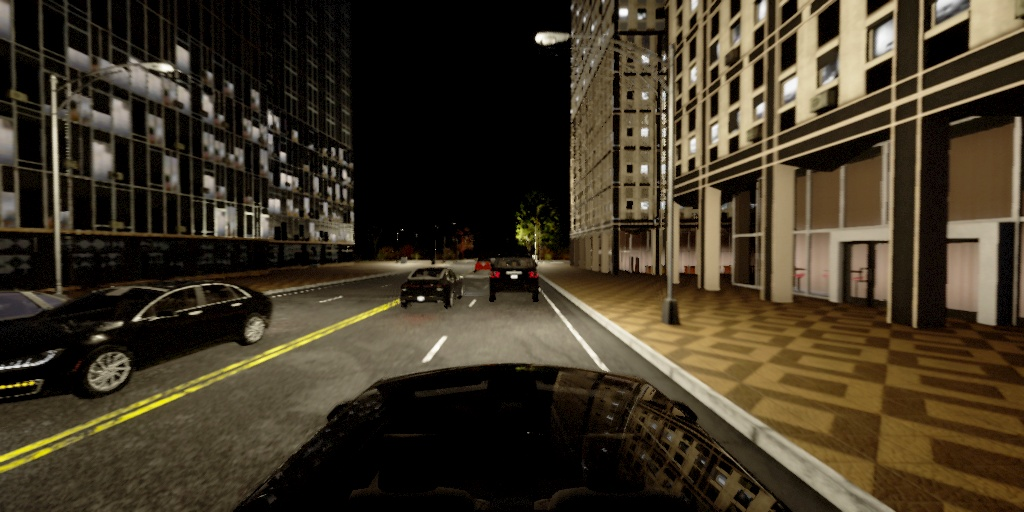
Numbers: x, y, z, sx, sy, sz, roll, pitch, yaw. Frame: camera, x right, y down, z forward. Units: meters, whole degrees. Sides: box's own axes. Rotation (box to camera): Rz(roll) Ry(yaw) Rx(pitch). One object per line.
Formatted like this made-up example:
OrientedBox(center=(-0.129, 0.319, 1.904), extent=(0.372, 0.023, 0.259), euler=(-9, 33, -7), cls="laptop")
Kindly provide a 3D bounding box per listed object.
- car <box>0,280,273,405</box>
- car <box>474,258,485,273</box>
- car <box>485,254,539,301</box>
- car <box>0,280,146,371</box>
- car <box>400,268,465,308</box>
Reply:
OrientedBox(center=(-6.601, 1.240, 6.551), extent=(1.837, 1.490, 4.892), euler=(0, 0, 0), cls="car")
OrientedBox(center=(-3.178, 0.970, 41.939), extent=(2.097, 1.767, 4.553), euler=(0, 0, 0), cls="car")
OrientedBox(center=(0.089, 0.923, 17.105), extent=(2.150, 2.045, 5.566), euler=(0, 0, 0), cls="car")
OrientedBox(center=(-9.853, 1.284, 5.980), extent=(2.033, 1.411, 5.357), euler=(0, 0, 0), cls="car")
OrientedBox(center=(-3.159, 1.214, 14.834), extent=(1.837, 1.490, 4.892), euler=(0, 0, 0), cls="car")
